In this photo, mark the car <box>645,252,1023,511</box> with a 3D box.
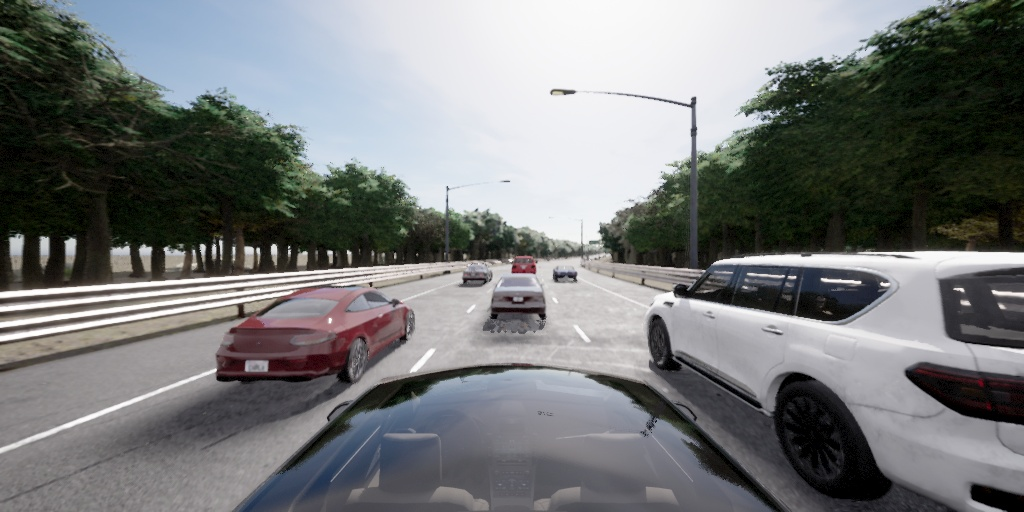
[{"bbox_3d":[3.632,0.987,4.598,2.150,2.045,5.566,0,0,1],"label":"car"}]

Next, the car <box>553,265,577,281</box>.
[{"bbox_3d":[4.607,1.454,31.805,1.895,1.301,4.718,0,0,4],"label":"car"}]

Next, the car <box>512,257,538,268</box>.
[{"bbox_3d":[1.141,1.073,32.433,2.150,2.045,5.566,0,0,4],"label":"car"}]

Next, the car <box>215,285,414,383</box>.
[{"bbox_3d":[-3.340,1.295,7.018,1.812,1.442,4.674,0,0,0],"label":"car"}]

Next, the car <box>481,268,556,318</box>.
[{"bbox_3d":[0.253,1.341,13.153,2.033,1.411,5.357,0,0,2],"label":"car"}]

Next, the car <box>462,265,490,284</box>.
[{"bbox_3d":[-2.627,1.385,28.112,2.033,1.411,5.357,0,0,3],"label":"car"}]
